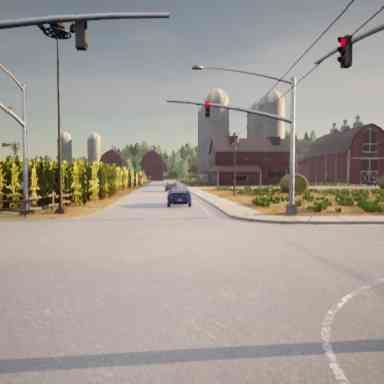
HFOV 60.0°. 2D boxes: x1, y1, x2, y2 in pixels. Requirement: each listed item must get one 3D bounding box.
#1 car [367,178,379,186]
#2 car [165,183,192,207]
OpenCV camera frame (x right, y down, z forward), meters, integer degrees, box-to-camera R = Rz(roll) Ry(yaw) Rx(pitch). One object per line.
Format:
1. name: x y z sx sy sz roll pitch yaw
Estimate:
1. car: 42.373 -2.362 77.517 1.905 1.878 3.866 10 10 41
2. car: -1.111 0.335 27.599 1.882 1.535 5.008 0 3 -5
